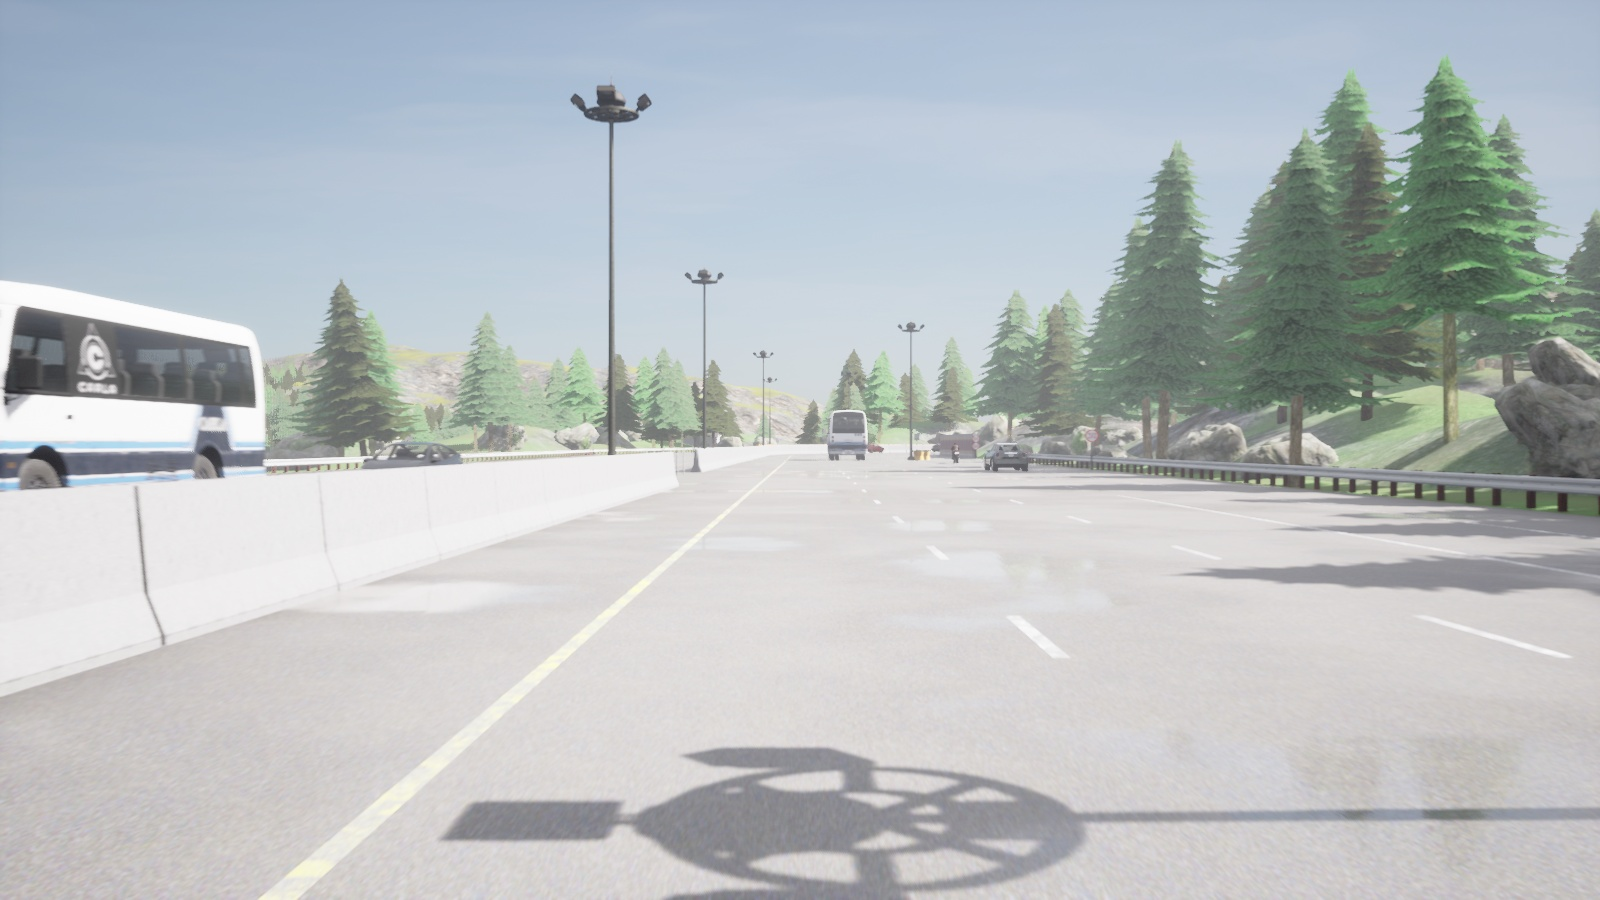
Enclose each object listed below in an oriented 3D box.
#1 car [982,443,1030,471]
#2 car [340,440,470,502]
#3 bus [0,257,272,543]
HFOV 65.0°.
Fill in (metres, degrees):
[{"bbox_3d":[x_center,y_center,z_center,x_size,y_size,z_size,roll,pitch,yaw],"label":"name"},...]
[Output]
[{"bbox_3d":[10.899,0.345,66.686,1.970,1.475,3.806,0,0,0],"label":"car"},{"bbox_3d":[-10.294,0.498,33.103,2.007,1.525,4.514,0,0,0],"label":"car"},{"bbox_3d":[-13.852,-0.771,23.056,3.944,4.253,10.273,0,0,0],"label":"bus"}]
